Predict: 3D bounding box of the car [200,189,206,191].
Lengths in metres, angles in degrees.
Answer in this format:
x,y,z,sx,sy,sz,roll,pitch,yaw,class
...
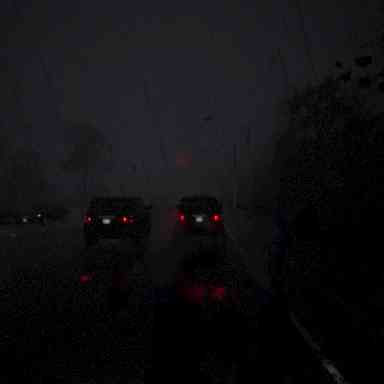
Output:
x,y,z,sx,sy,sz,roll,pitch,yaw,class
2.686,0.830,84.209,2.097,1.767,4.553,0,3,2,car

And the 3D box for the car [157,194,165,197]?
x,y,z,sx,sy,sz,roll,pitch,yaw,class
-7.843,1.157,83.613,1.895,1.301,4.718,0,2,2,car

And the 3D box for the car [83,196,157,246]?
x,y,z,sx,sy,sz,roll,pitch,yaw,class
-3.174,1.203,15.328,2.150,2.045,5.566,0,0,2,car

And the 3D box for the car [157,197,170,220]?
x,y,z,sx,sy,sz,roll,pitch,yaw,class
-2.807,1.460,27.809,2.128,1.511,4.902,0,0,2,car

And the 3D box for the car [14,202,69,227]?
x,y,z,sx,sy,sz,roll,pitch,yaw,class
-10.152,1.462,22.793,2.128,1.511,4.902,0,0,2,car

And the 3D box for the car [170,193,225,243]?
x,y,z,sx,sy,sz,roll,pitch,yaw,class
0.351,1.204,16.062,2.150,2.045,5.566,0,0,1,car

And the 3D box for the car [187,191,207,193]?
x,y,z,sx,sy,sz,roll,pitch,yaw,class
0.716,1.191,28.304,2.150,2.045,5.566,0,0,2,car

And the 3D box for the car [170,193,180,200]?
x,y,z,sx,sy,sz,roll,pitch,yaw,class
-4.345,1.103,83.510,2.033,1.411,5.357,0,2,2,car

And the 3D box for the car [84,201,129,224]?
x,y,z,sx,sy,sz,roll,pitch,yaw,class
-6.530,1.516,26.107,2.033,1.411,5.357,0,0,2,car
